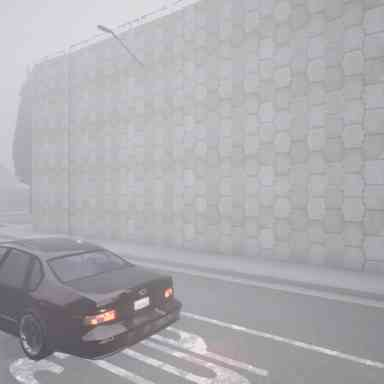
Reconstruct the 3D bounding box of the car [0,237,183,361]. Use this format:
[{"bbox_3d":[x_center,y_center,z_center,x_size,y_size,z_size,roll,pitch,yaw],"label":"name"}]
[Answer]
[{"bbox_3d":[-2.725,1.547,5.927,5.357,1.411,2.033,0,0,35],"label":"car"}]
